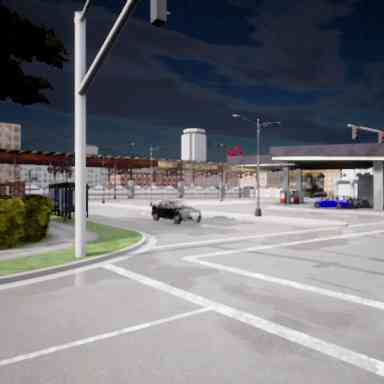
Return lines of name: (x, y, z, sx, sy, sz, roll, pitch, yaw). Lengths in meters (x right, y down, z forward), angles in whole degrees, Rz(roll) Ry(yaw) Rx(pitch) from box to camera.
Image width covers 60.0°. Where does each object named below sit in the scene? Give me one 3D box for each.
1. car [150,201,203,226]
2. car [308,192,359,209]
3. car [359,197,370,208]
car: (-1.194, 1.387, 23.635, 2.128, 1.511, 4.902, 0, 0, -35)
car: (17.170, 1.217, 40.480, 2.242, 1.667, 4.611, 0, 0, -35)
car: (21.434, 1.366, 44.406, 1.970, 1.475, 3.806, 0, 0, -35)
